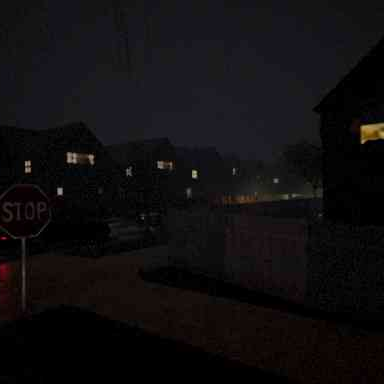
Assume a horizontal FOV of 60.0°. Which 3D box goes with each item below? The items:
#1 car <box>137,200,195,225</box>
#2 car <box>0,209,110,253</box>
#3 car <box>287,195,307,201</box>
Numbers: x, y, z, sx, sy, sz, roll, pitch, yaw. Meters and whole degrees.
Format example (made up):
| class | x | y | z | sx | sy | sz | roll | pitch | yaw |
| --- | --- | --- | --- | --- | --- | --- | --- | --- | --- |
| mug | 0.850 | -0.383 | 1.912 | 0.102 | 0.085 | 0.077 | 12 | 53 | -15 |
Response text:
| class | x | y | z | sx | sy | sz | roll | pitch | yaw |
| --- | --- | --- | --- | --- | --- | --- | --- | --- | --- |
| car | -1.635 | 1.346 | 22.708 | 2.128 | 1.511 | 4.902 | -1 | 0 | 36 |
| car | -5.356 | 1.408 | 13.050 | 1.812 | 1.442 | 4.674 | -2 | -1 | 32 |
| car | 13.740 | 1.175 | 43.488 | 2.128 | 1.511 | 4.902 | -1 | -1 | 37 |
